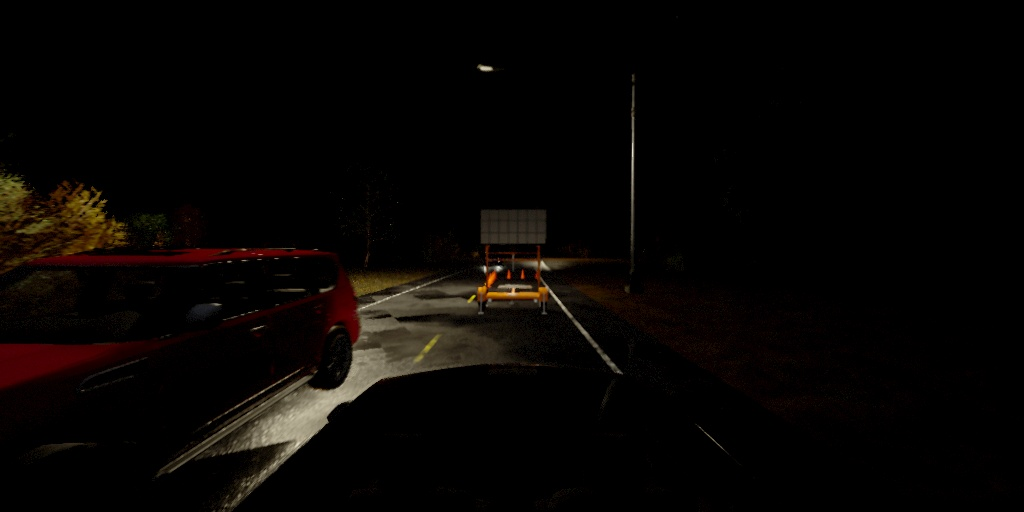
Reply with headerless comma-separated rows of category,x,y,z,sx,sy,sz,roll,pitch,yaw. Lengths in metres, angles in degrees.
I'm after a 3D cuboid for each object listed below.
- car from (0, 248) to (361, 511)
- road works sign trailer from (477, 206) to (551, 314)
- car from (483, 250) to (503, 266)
car,-3.588,0.935,3.728,2.150,2.045,5.566,0,1,0
road works sign trailer,0.041,0.024,12.767,2.380,3.560,2.880,0,0,1
car,-2.393,0.182,47.352,2.150,2.045,5.566,0,1,3
